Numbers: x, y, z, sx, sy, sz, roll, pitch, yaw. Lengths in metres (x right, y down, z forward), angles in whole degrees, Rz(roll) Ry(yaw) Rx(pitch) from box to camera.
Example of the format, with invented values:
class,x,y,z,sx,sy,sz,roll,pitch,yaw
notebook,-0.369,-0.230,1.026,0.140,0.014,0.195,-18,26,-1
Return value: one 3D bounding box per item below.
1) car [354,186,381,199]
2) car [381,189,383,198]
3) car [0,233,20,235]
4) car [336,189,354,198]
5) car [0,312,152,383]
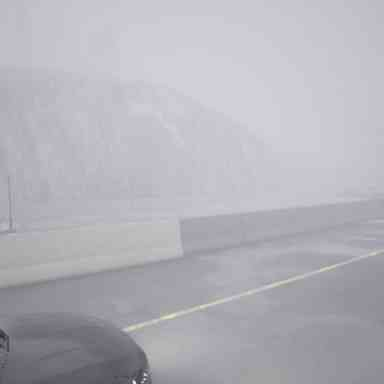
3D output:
class,x,y,z,sx,sy,sz,roll,pitch,yaw
car,25.683,0.008,47.634,4.553,1.767,2.097,-2,1,-39
car,27.922,-0.002,44.944,4.553,1.767,2.097,-2,1,-39
car,-8.339,1.550,11.015,4.674,1.442,1.812,-2,1,-36
car,23.908,0.251,50.699,4.718,1.301,1.895,-2,1,-39
car,-2.574,1.537,1.986,4.892,1.490,1.837,-2,1,-35
